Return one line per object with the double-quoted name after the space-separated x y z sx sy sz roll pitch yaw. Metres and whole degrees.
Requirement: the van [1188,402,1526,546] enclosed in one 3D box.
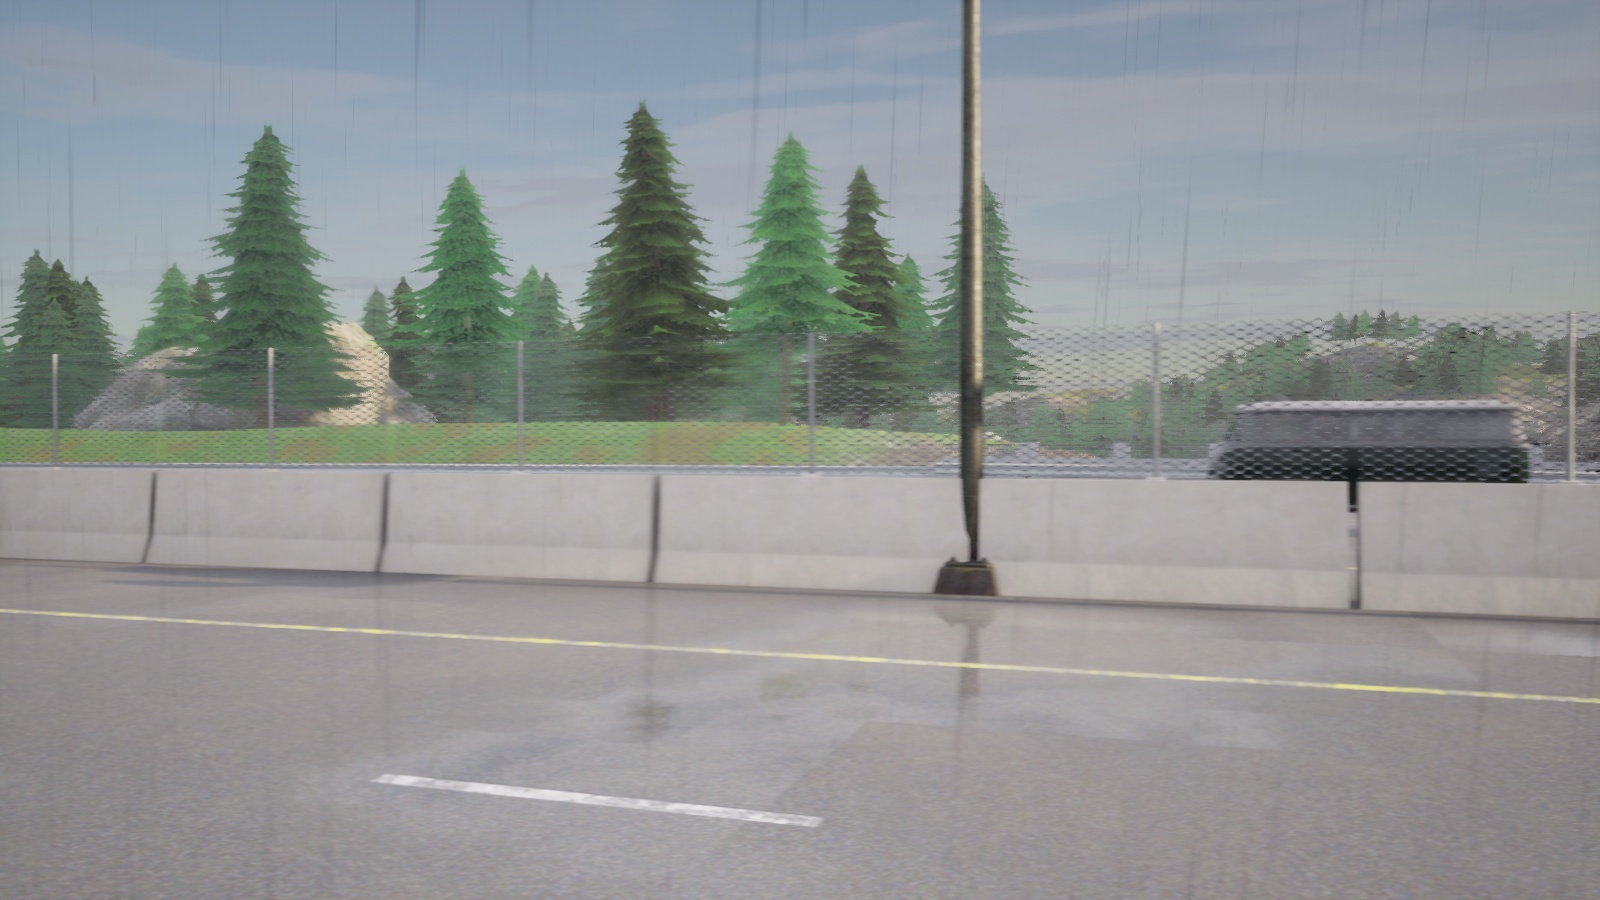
8.199 0.307 18.893 4.442 1.987 1.775 1 1 19 "van"
